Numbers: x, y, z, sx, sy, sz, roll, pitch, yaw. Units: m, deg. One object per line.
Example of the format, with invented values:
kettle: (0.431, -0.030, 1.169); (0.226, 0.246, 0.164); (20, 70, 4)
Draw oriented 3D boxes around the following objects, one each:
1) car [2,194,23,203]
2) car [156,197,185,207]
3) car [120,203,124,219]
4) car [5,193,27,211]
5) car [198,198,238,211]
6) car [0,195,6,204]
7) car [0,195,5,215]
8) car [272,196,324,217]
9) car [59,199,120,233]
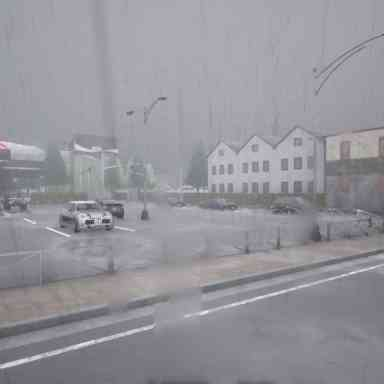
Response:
car: (-39.301, 1.328, 72.998); (3.866, 1.878, 1.905); (0, 0, -36)
car: (-3.111, 1.371, 46.836); (2.033, 1.411, 5.357); (0, 0, -35)
car: (-6.783, 1.313, 25.511); (2.007, 1.523, 4.514); (0, 0, -36)
car: (-20.168, 1.092, 37.914); (1.905, 1.878, 3.866); (0, 0, -36)
car: (2.894, 1.371, 38.339); (2.033, 1.411, 5.357); (0, 0, -36)
car: (-39.529, 1.495, 65.869); (4.611, 1.667, 2.242); (0, 0, -36)
car: (-18.256, 1.113, 29.604); (1.932, 1.855, 4.605); (0, 0, -36)
car: (9.247, 1.175, 29.422); (2.097, 1.767, 4.553); (0, 0, -35)
car: (-5.654, 1.248, 17.647); (1.970, 1.475, 3.806); (0, 0, -36)
